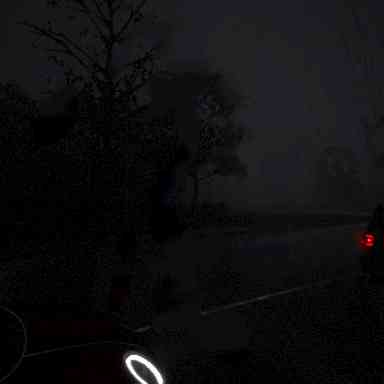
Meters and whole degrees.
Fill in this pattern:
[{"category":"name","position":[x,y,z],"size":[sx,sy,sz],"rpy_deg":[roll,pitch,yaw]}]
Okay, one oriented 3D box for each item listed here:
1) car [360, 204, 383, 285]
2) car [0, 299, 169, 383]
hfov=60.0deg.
[{"category":"car","position":[6.422,1.223,8.231],"size":[5.566,2.045,2.150],"rpy_deg":[0,0,-35]},{"category":"car","position":[-2.330,1.352,2.046],"size":[4.553,1.767,2.097],"rpy_deg":[0,0,-36]}]
